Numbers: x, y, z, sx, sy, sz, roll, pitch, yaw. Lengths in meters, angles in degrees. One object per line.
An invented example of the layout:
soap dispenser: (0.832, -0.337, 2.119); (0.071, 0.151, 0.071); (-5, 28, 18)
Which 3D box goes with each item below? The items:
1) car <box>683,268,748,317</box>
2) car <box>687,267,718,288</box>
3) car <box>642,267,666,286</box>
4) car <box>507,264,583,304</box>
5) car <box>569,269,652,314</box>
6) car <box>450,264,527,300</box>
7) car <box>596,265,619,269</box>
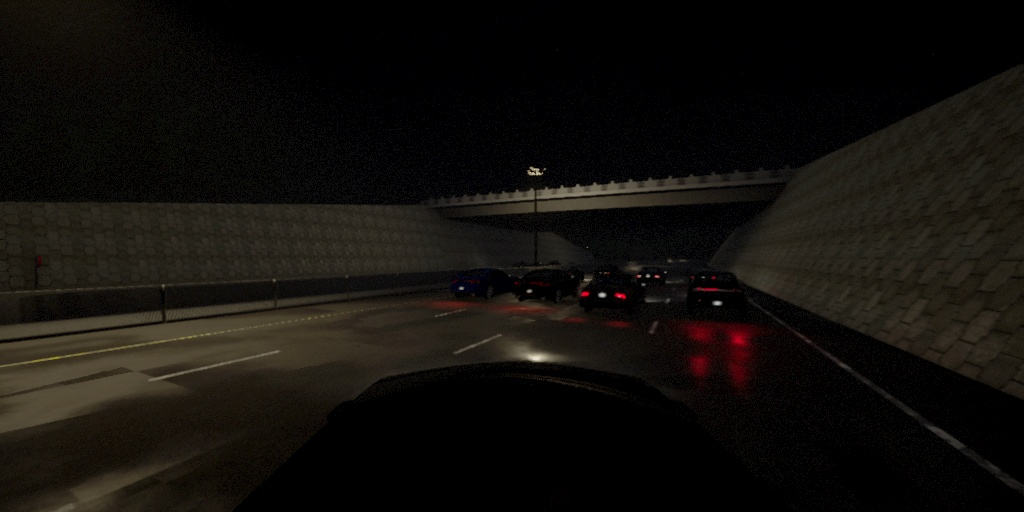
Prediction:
car: (7.801, 1.346, 13.885); (2.128, 1.511, 4.902); (0, 0, 27)
car: (14.353, 1.568, 27.094); (1.895, 1.301, 4.718); (0, -1, 27)
car: (10.885, 1.526, 27.996); (2.033, 1.411, 5.357); (0, -1, 27)
car: (1.874, 1.371, 17.669); (1.882, 1.535, 5.008); (0, 0, 27)
car: (4.217, 1.411, 14.560); (2.033, 1.411, 5.357); (0, -1, 27)
car: (-1.267, 1.388, 19.213); (1.882, 1.535, 5.008); (0, 0, 27)
car: (8.201, 1.510, 30.438); (1.837, 1.490, 4.892); (0, 0, 27)
